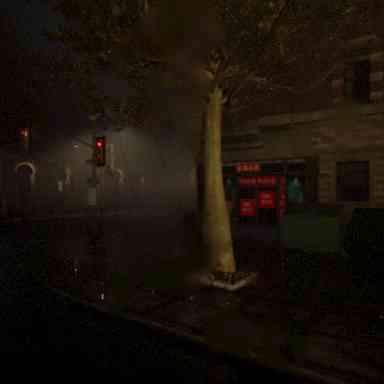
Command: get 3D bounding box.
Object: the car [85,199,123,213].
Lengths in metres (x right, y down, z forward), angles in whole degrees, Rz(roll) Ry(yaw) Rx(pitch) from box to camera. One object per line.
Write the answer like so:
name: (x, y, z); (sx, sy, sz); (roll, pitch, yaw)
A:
car: (-9.731, 1.505, 36.930); (1.812, 1.442, 4.674); (0, 0, 36)

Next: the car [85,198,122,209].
car: (-11.959, 1.570, 45.174); (1.895, 1.301, 4.718); (0, 0, 36)
